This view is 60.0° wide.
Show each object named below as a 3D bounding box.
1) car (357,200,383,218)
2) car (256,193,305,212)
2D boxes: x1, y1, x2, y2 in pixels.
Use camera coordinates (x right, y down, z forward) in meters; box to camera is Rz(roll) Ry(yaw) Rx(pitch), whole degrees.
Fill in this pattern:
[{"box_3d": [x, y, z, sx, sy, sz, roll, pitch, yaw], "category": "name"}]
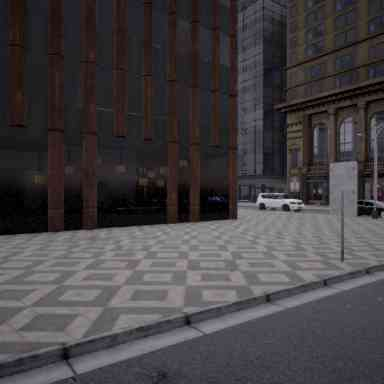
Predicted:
[{"box_3d": [15.427, 1.454, 28.688, 1.837, 1.490, 4.892, 0, 0, -37], "category": "car"}, {"box_3d": [9.652, 1.141, 36.805, 2.150, 2.045, 5.566, 0, 0, -36], "category": "car"}]
